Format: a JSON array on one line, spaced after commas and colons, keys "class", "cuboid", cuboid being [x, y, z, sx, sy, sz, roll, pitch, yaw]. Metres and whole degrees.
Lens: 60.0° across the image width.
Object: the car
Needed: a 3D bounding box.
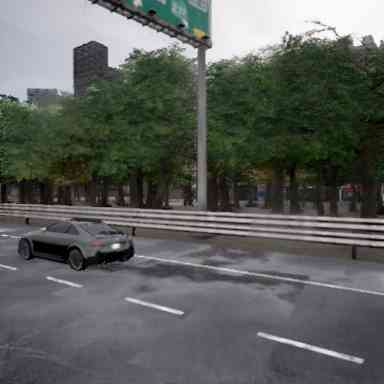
[{"class": "car", "cuboid": [-3.872, 1.567, 10.935, 4.181, 1.385, 1.994, 0, 0, 36]}]
